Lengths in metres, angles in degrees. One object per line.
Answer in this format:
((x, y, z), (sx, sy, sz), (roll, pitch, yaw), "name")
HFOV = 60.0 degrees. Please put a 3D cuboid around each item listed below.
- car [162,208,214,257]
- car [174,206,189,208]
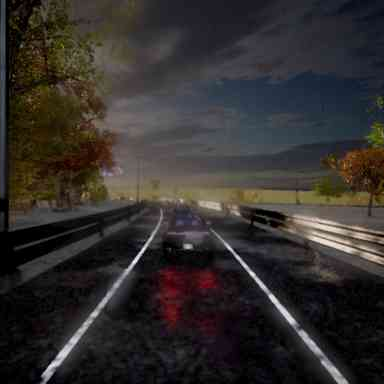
((-0.186, 1.634, 13.560), (2.128, 1.511, 4.902), (0, 0, -1), "car")
((-0.894, 1.863, 28.562), (1.994, 1.385, 4.181), (0, -1, -3), "car")
